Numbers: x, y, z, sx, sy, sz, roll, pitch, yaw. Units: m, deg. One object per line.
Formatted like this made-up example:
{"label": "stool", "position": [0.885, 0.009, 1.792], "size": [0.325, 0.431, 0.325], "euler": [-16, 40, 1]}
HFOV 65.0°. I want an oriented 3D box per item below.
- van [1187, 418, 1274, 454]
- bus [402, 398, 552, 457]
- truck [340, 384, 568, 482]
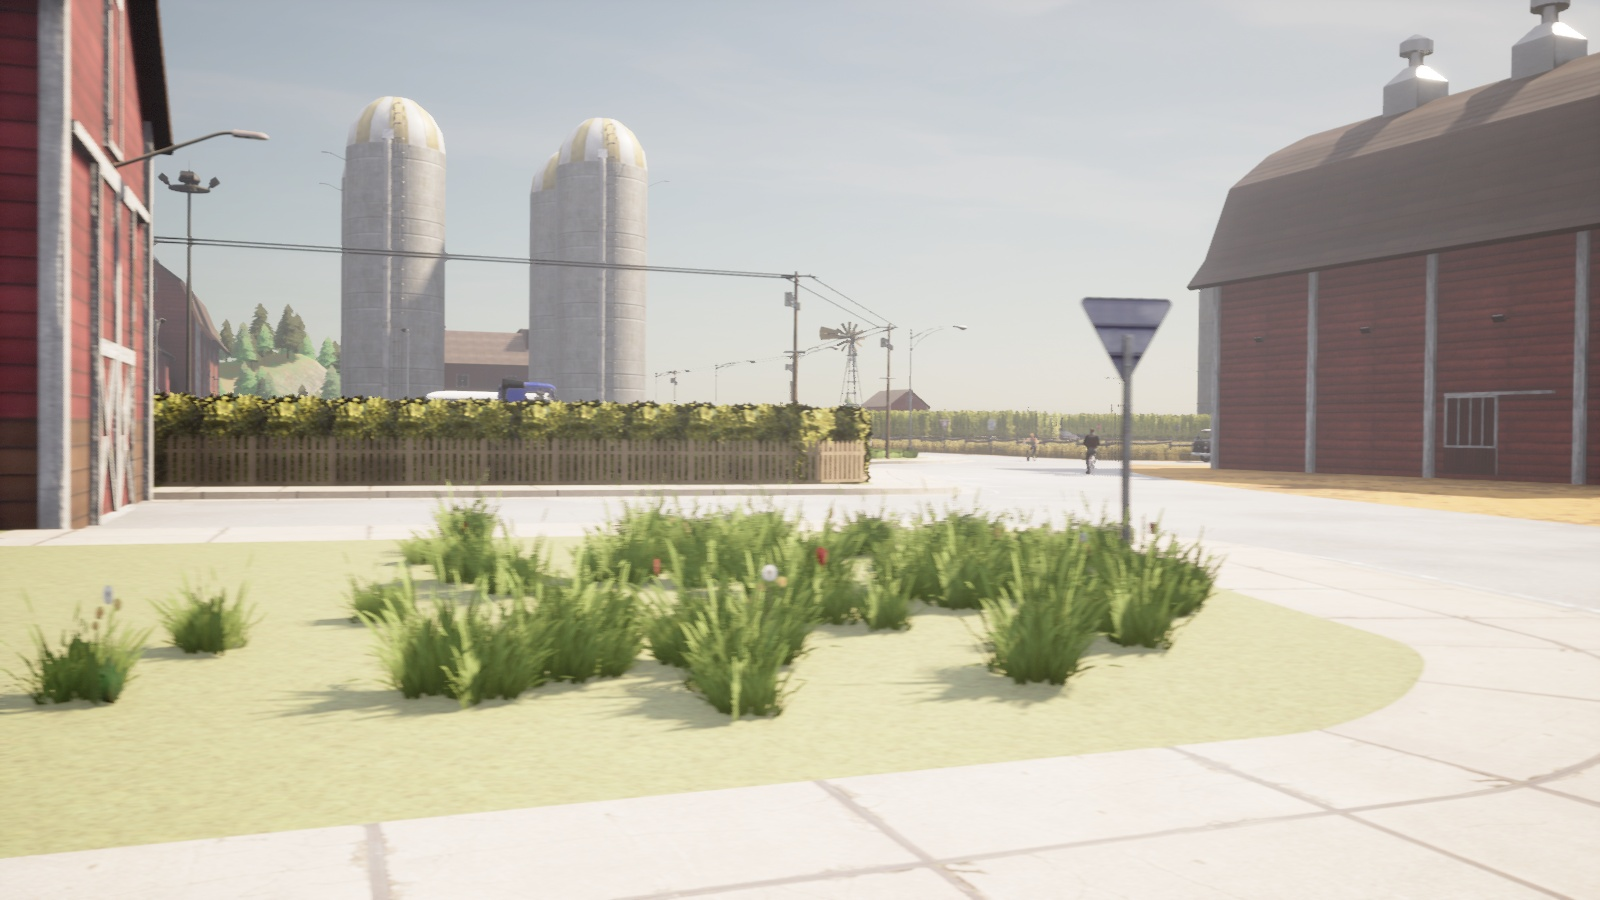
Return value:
{"label": "van", "position": [25.401, -0.819, 74.080], "size": [4.480, 2.038, 2.069], "euler": [-1, 1, -18]}
{"label": "bus", "position": [-24.004, -1.698, 93.338], "size": [10.273, 4.253, 3.944], "euler": [-1, 1, -22]}
{"label": "truck", "position": [-12.984, -0.671, 47.143], "size": [7.936, 3.462, 2.891], "euler": [-1, 1, -21]}
